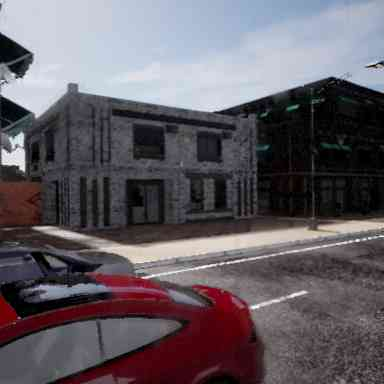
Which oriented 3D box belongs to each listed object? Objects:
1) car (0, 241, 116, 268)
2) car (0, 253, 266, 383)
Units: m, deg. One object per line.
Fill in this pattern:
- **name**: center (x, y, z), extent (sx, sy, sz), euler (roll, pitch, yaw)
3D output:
- **car**: center (-3.476, 1.547, 5.197), extent (5.357, 1.411, 2.033), euler (0, 0, -36)
- **car**: center (-1.398, 1.524, 2.690), extent (4.674, 1.442, 1.812), euler (0, 0, -36)
